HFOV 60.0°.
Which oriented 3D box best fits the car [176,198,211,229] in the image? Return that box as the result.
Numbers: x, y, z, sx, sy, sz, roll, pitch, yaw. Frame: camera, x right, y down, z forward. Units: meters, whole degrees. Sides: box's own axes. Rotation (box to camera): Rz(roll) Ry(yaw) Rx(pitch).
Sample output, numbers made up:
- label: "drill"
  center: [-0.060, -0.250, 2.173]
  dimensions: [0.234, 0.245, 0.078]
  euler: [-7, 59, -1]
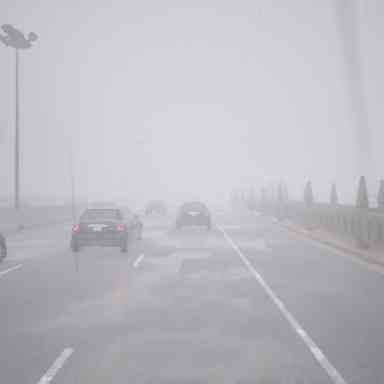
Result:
- label: "car"
  center: [0.103, 1.353, 21.544]
  dimensions: [2.097, 1.767, 4.553]
  euler: [0, 0, 0]

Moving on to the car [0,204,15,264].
- label: "car"
  center: [-6.900, 1.353, 8.699]
  dimensions: [2.097, 1.767, 4.553]
  euler: [0, 0, 0]

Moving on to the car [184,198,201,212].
- label: "car"
  center: [0.094, 1.479, 39.479]
  dimensions: [1.882, 1.535, 5.008]
  euler: [0, 0, 0]

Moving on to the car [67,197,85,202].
- label: "car"
  center: [-20.297, 1.614, 58.600]
  dimensions: [1.994, 1.385, 4.181]
  euler: [0, 0, 7]

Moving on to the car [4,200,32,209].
- label: "car"
  center: [-17.563, 1.528, 32.869]
  dimensions: [1.812, 1.442, 4.674]
  euler: [0, 0, 0]

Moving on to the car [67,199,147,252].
- label: "car"
  center: [-3.398, 1.353, 14.068]
  dimensions: [2.097, 1.767, 4.553]
  euler: [0, 0, 0]

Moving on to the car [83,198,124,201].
- label: "car"
  center: [-6.896, 1.506, 26.769]
  dimensions: [1.837, 1.490, 4.892]
  euler: [0, 0, 0]

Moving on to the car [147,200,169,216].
- label: "car"
  center: [-3.394, 1.506, 32.210]
  dimensions: [1.837, 1.490, 4.892]
  euler: [0, 0, 0]
